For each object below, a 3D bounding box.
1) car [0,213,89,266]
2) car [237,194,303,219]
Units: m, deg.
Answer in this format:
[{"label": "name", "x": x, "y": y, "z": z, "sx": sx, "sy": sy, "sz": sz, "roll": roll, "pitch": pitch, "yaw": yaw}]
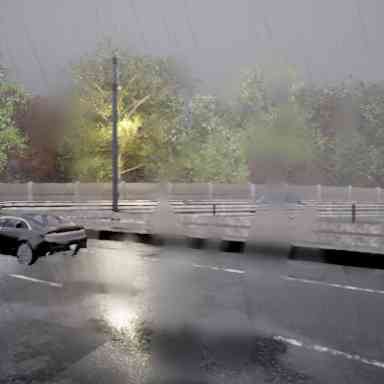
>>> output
[{"label": "car", "x": -5.766, "y": 1.476, "z": 11.369, "sx": 4.902, "sy": 1.511, "sz": 2.128, "roll": 0, "pitch": 0, "yaw": 29}, {"label": "car", "x": 6.561, "y": 1.186, "z": 27.943, "sx": 5.566, "sy": 2.045, "sz": 2.150, "roll": -1, "pitch": 1, "yaw": -14}]
